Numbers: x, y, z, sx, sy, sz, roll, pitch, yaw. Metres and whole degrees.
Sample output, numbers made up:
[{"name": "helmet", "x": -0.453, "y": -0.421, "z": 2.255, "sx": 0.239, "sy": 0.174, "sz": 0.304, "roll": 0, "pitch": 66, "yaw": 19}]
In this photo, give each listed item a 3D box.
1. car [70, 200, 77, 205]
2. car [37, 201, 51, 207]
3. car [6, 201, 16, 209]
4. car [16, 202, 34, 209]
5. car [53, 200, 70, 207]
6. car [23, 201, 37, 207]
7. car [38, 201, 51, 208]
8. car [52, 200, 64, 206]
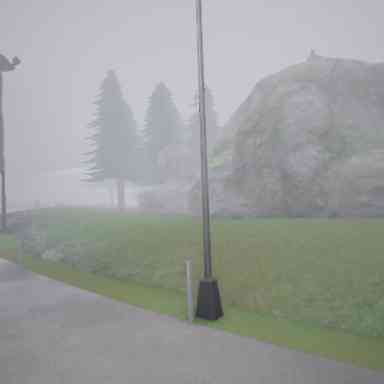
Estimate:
[{"name": "car", "x": -31.221, "y": 2.828, "z": 86.799, "sx": 2.128, "sy": 1.511, "sz": 4.902, "roll": -2, "pitch": -1, "yaw": -8}, {"name": "car", "x": -38.145, "y": 3.014, "z": 85.792, "sx": 1.837, "sy": 1.490, "sz": 4.892, "roll": -2, "pitch": -1, "yaw": -8}, {"name": "car", "x": -39.926, "y": 2.885, "z": 73.678, "sx": 2.097, "sy": 1.767, "sz": 4.553, "roll": -2, "pitch": -1, "yaw": -8}, {"name": "car", "x": -36.348, "y": 2.913, "z": 73.419, "sx": 1.837, "sy": 1.490, "sz": 4.892, "roll": -2, "pitch": -1, "yaw": -8}, {"name": "car", "x": -29.425, "y": 2.702, "z": 74.426, "sx": 1.837, "sy": 1.490, "sz": 4.892, "roll": -2, "pitch": -1, "yaw": -8}, {"name": "car", "x": -41.606, "y": 3.172, "z": 85.288, "sx": 1.994, "sy": 1.385, "sz": 4.181, "roll": -2, "pitch": -1, "yaw": -8}, {"name": "car", "x": -32.945, "y": 2.867, "z": 74.334, "sx": 1.994, "sy": 1.385, "sz": 4.181, "roll": -2, "pitch": -1, "yaw": -8}, {"name": "car", "x": -34.683, "y": 2.933, "z": 86.295, "sx": 1.812, "sy": 1.442, "sz": 4.674, "roll": -2, "pitch": -1, "yaw": -8}]
